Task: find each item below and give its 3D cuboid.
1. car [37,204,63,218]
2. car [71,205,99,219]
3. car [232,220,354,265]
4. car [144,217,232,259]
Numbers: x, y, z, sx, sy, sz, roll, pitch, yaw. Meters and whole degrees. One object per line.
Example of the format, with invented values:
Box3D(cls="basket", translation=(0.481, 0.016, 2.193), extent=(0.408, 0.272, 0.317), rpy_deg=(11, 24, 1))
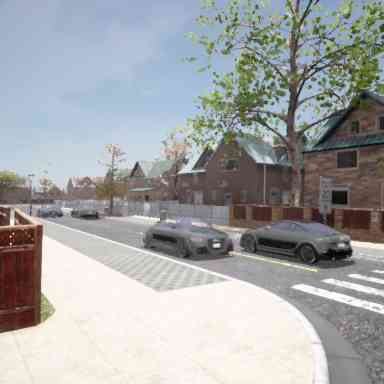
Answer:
Box3D(cls="car", translation=(-14.900, 1.977, 34.802), extent=(1.994, 1.385, 4.181), rpy_deg=(2, -2, -34))
Box3D(cls="car", translation=(-11.169, 2.023, 34.511), extent=(1.994, 1.385, 4.181), rpy_deg=(2, -2, -34))
Box3D(cls="car", translation=(3.755, 1.729, 12.523), extent=(1.994, 1.385, 4.181), rpy_deg=(2, -2, -34))
Box3D(cls="car", translation=(-0.254, 1.683, 13.179), extent=(1.994, 1.385, 4.181), rpy_deg=(2, -2, -34))
